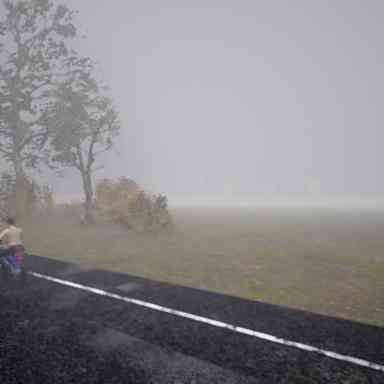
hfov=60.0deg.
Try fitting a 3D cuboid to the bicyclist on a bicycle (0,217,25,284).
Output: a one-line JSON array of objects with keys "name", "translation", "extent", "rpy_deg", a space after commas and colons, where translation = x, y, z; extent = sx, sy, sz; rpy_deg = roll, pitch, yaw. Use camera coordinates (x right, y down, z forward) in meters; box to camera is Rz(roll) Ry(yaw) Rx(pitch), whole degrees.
[{"name": "bicyclist on a bicycle", "translation": [-4.615, 1.448, 8.408], "extent": [1.509, 1.612, 0.866], "rpy_deg": [0, 0, 35]}]
